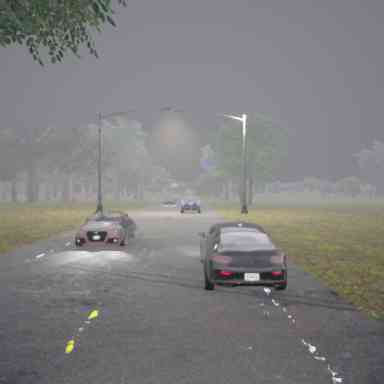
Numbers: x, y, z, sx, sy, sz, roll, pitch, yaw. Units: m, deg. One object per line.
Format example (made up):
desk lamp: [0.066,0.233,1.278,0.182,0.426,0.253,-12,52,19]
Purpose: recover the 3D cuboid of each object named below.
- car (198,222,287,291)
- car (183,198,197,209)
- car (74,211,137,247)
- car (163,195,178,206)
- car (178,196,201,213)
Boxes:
car: [1.178,1.521,8.901,1.812,1.442,4.674,0,0,0]
car: [-0.242,1.587,47.029,1.994,1.385,4.181,0,0,1]
car: [-3.677,1.558,14.796,1.994,1.385,4.181,0,0,0]
car: [-3.885,1.606,57.500,1.994,1.385,4.181,0,0,0]
car: [-0.126,1.362,37.216,2.097,1.767,4.553,0,0,0]
